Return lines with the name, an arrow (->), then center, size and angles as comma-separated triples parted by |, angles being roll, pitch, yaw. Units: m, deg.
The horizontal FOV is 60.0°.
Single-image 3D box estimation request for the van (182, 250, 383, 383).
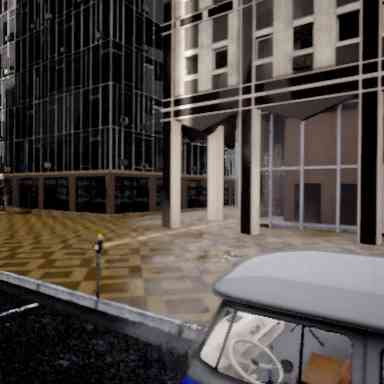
van -> 1.738, 1.338, 1.636 | 3.998, 1.788, 1.690 | 0, 1, 35
